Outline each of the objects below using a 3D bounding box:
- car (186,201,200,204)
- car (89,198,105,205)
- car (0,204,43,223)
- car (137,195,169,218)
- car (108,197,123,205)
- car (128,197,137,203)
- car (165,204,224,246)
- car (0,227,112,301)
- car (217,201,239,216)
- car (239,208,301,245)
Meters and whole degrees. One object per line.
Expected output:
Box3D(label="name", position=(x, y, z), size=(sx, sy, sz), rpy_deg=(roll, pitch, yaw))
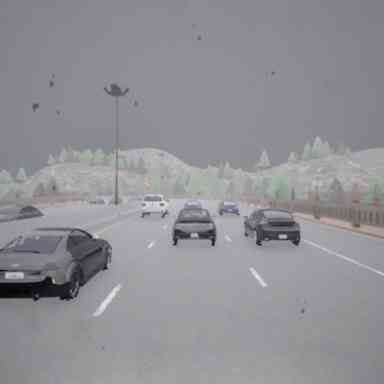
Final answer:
Box3D(label="car", position=(0.085, 1.581, 33.360), size=(1.812, 1.442, 4.674), rpy_deg=(0, 0, 0))
Box3D(label="car", position=(-17.522, 1.717, 61.268), size=(1.994, 1.385, 4.181), rpy_deg=(0, 0, 1))
Box3D(label="car", position=(-10.600, 1.533, 19.821), size=(1.837, 1.490, 4.892), rpy_deg=(0, 0, 0))
Box3D(label="car", position=(-3.401, 1.272, 31.388), size=(2.150, 2.045, 5.566), rpy_deg=(0, 0, 0))
Box3D(label="car", position=(-14.024, 1.657, 61.389), size=(1.837, 1.490, 4.892), rpy_deg=(0, 0, 1))
Box3D(label="car", position=(-10.527, 1.649, 61.537), size=(2.128, 1.511, 4.902), rpy_deg=(0, 0, 1))
Box3D(label="car", position=(0.099, 1.513, 15.542), size=(2.128, 1.511, 4.902), rpy_deg=(0, 0, 0))
Box3D(label="car", position=(-3.401, 1.576, 8.396), size=(1.994, 1.385, 4.181), rpy_deg=(0, 0, 0))
Box3D(label="car", position=(3.585, 1.581, 33.496), size=(1.812, 1.442, 4.674), rpy_deg=(0, 0, 0))
Box3D(label="car", position=(3.599, 1.526, 15.581), size=(1.837, 1.490, 4.892), rpy_deg=(0, 0, 0))
